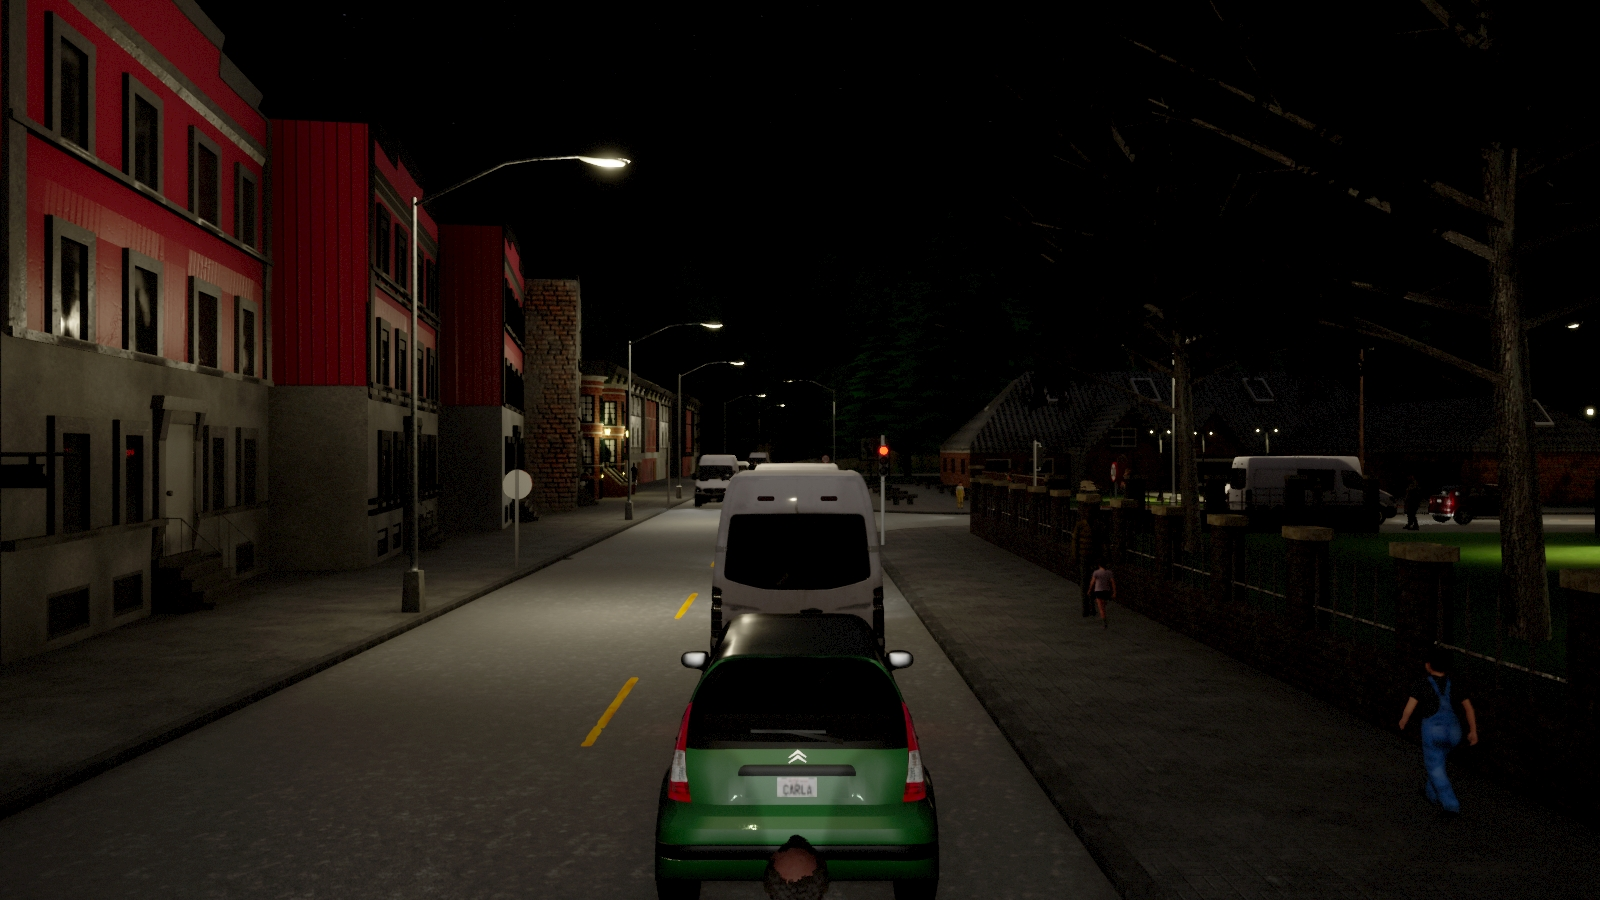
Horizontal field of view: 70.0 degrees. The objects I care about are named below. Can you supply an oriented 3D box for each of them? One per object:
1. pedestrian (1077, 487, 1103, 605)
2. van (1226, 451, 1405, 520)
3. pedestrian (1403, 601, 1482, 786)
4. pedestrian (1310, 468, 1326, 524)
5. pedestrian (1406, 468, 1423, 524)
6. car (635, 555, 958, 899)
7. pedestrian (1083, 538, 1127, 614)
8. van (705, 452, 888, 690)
[{"bbox_3d":[4.653,1.525,18.329,0.375,1.860,0.375,0,0,11],"label":"pedestrian"},{"bbox_3d":[19.552,1.314,43.543,5.915,2.561,1.988,0,0,1],"label":"van"},{"bbox_3d":[4.787,1.805,8.526,0.375,1.300,0.375,0,0,0],"label":"pedestrian"},{"bbox_3d":[17.274,1.525,38.113,0.375,1.860,0.375,0,0,1],"label":"pedestrian"},{"bbox_3d":[20.482,1.525,38.091,0.375,1.860,0.375,0,0,0],"label":"pedestrian"},{"bbox_3d":[-0.023,1.779,8.527,1.851,1.617,3.988,0,0,0],"label":"car"},{"bbox_3d":[4.626,1.904,17.336,0.500,1.100,0.500,0,0,-6],"label":"pedestrian"},{"bbox_3d":[-0.048,1.314,15.312,1.988,2.561,5.915,0,0,0],"label":"van"}]
